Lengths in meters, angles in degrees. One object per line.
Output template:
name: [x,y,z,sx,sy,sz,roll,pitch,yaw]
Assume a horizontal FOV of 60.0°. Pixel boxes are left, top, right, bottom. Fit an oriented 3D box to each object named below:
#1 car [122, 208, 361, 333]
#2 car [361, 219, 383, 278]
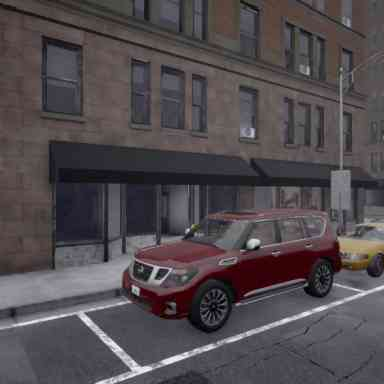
car: [1.112,1.315,6.990,5.009,1.841,2.192,0,0,-35]
car: [5.597,1.525,10.185,4.829,1.417,1.752,0,0,-35]
